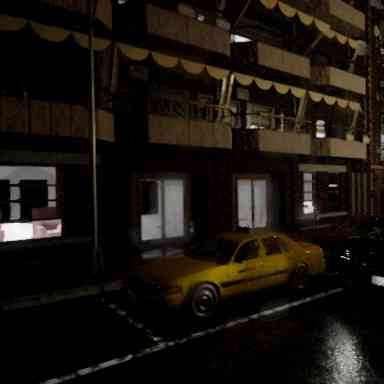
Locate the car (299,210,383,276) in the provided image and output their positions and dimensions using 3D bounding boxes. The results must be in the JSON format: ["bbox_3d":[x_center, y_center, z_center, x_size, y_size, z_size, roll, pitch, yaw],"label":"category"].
[{"bbox_3d":[5.582,1.406,10.452,4.507,1.381,1.887,-1,0,-35],"label":"car"}]

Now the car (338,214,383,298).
[{"bbox_3d":[5.423,1.109,7.172,5.566,2.045,2.150,-1,1,-35],"label":"car"}]

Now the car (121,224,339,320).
[{"bbox_3d":[0.921,1.462,7.179,4.829,1.417,1.752,-1,0,-35],"label":"car"}]
